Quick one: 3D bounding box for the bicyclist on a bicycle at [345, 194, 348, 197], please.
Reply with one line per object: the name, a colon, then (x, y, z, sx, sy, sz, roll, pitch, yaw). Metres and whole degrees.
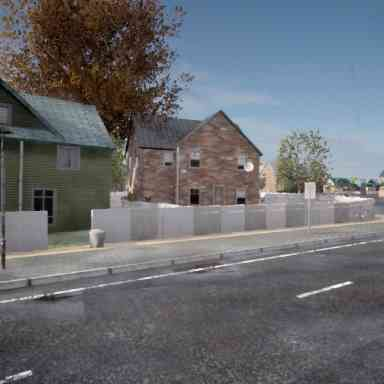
bicyclist on a bicycle: (20.102, 1.036, 43.343, 1.656, 1.620, 0.582, 1, 0, -20)

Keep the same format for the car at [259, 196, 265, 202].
car: (12.985, 1.018, 54.622, 2.033, 1.411, 5.357, 1, 0, -20)

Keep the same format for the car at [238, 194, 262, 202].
car: (9.560, 0.979, 55.482, 1.895, 1.301, 4.718, 1, 0, -19)

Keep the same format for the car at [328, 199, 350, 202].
car: (16.190, 1.191, 36.835, 1.837, 1.490, 4.892, 1, 1, -20)

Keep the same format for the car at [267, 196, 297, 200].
car: (12.872, 1.010, 46.160, 1.882, 1.535, 5.008, 1, 0, -20)
